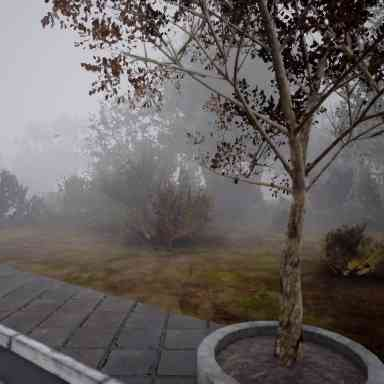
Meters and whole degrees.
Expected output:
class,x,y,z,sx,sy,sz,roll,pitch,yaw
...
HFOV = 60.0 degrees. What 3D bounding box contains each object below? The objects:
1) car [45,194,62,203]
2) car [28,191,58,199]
class,x,y,z,sx,sy,sz,roll,pitch,yaw
car,-13.176,1.259,36.481,1.882,1.535,5.008,1,0,32
car,-18.324,0.943,41.818,2.150,2.045,5.566,1,0,32
